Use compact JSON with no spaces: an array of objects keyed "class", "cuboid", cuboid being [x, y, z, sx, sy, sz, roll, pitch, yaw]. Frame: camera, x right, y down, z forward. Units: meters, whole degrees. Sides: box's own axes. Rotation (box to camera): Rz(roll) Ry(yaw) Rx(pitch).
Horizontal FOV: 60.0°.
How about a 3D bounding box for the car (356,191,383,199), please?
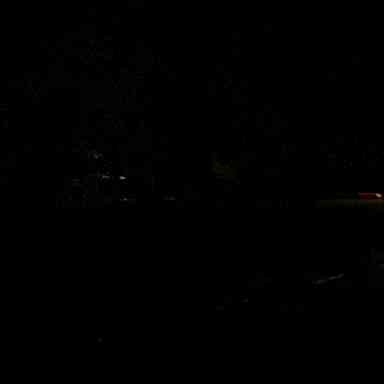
[{"class":"car","cuboid":[33.416,0.536,62.553,2.097,1.767,4.553,2,-2,-35]}]
